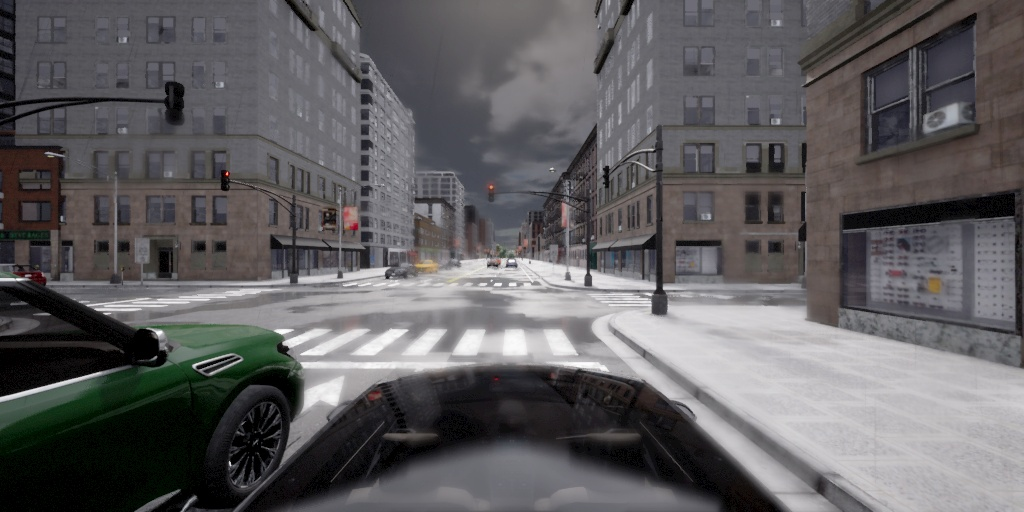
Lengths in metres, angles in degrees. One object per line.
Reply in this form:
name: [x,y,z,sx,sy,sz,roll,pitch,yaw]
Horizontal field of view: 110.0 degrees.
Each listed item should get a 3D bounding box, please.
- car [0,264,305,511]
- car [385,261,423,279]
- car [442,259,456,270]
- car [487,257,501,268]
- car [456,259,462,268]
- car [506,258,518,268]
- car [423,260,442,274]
car: [-3.148,0.971,1.216,2.150,2.045,5.566,0,0,0]
car: [-9.872,1.275,32.428,1.812,1.442,4.674,0,0,2]
car: [-9.885,1.236,51.436,2.128,1.511,4.902,0,0,0]
car: [-3.303,1.341,61.876,1.895,1.301,4.718,0,0,0]
car: [-9.851,1.266,61.843,1.812,1.442,4.674,0,0,0]
car: [-0.053,1.304,61.849,1.994,1.385,4.181,0,0,0]
car: [-9.879,1.226,41.624,1.882,1.535,5.008,0,0,0]
